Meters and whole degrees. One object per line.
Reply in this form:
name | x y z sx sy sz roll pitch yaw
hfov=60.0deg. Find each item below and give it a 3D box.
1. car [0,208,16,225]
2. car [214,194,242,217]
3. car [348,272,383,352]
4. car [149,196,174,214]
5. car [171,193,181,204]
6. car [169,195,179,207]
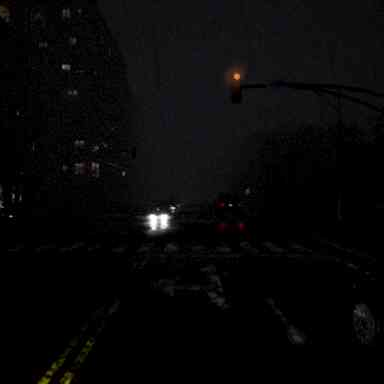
car | -14.886 1.729 23.686 4.181 1.385 1.994 -1 0 1
car | 3.305 1.220 31.137 2.150 2.045 5.566 0 0 0
car | 3.345 1.491 3.263 2.128 1.511 4.902 0 0 0
car | -3.400 1.492 35.578 2.128 1.511 4.902 0 0 0
car | -3.365 1.237 66.542 2.150 2.045 5.566 0 0 0
car | -3.414 1.570 50.442 1.994 1.385 4.181 0 0 0
